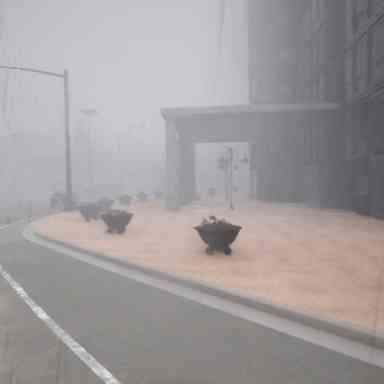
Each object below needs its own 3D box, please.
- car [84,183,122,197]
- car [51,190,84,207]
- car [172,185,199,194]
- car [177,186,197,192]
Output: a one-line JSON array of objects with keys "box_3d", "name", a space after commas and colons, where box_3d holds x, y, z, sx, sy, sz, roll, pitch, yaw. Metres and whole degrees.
[{"box_3d": [-13.413, -0.276, 50.125, 5.566, 2.045, 2.150, -2, 3, -32], "name": "car"}, {"box_3d": [-12.037, 0.595, 31.637, 2.128, 1.511, 4.902, -1, 2, -10], "name": "car"}, {"box_3d": [-1.202, -0.516, 60.336, 4.892, 1.490, 1.837, -3, 3, -44], "name": "car"}, {"box_3d": [-1.686, -0.346, 54.680, 1.882, 1.535, 5.008, 1, 3, 45], "name": "car"}]
